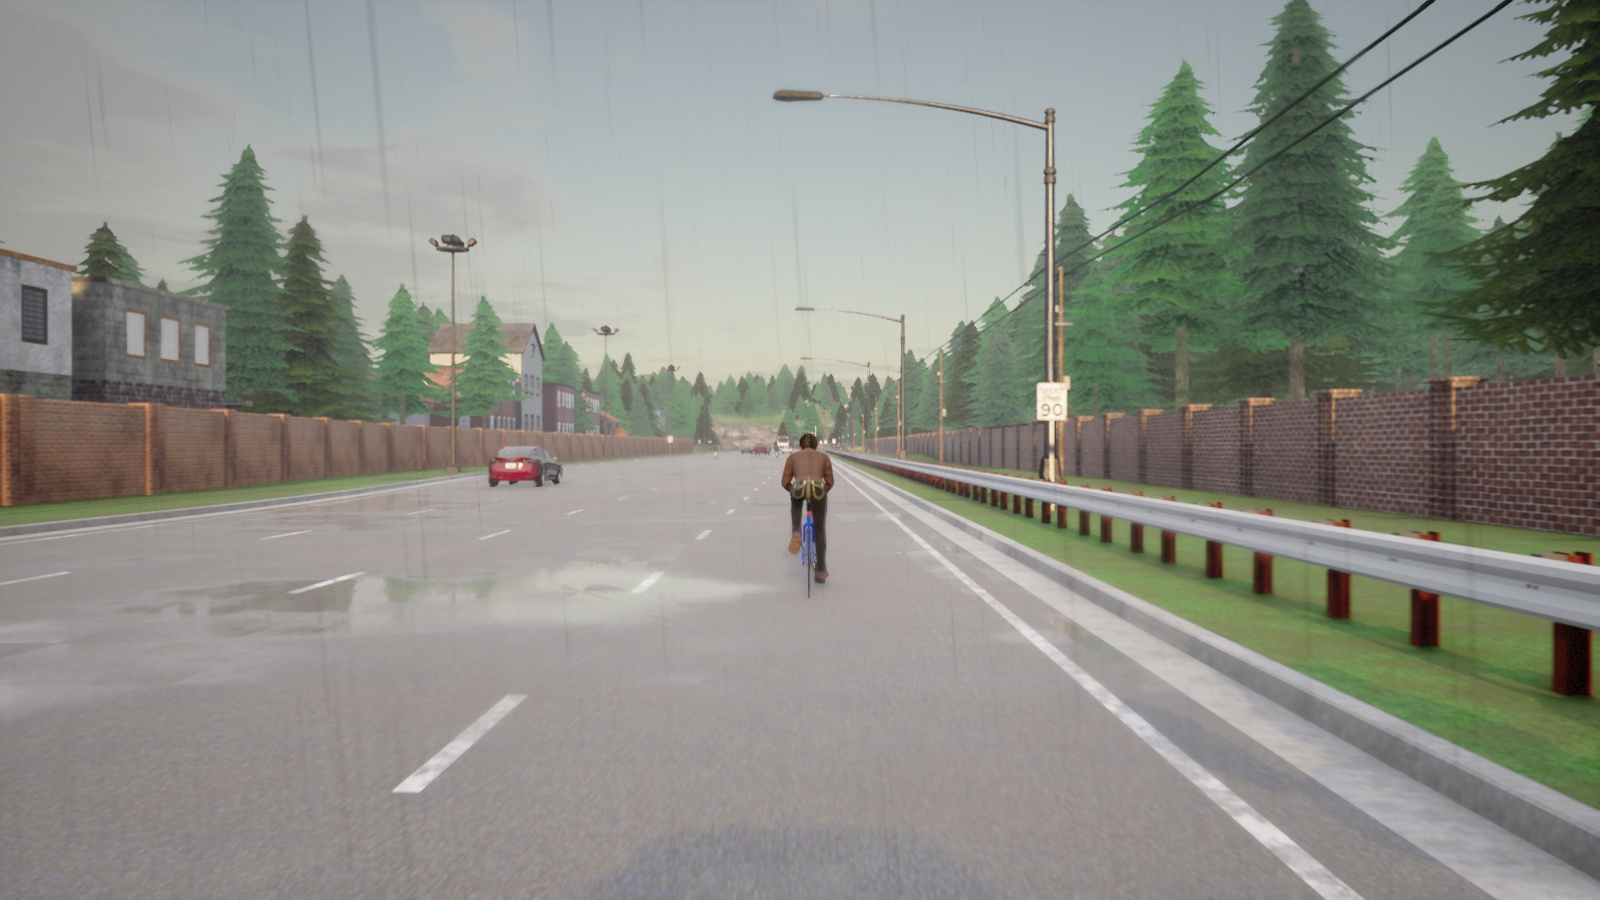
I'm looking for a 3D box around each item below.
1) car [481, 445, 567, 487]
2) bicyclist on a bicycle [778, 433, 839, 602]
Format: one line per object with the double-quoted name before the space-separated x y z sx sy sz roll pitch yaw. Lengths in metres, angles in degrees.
"car" -10.217 0.558 46.872 2.163 1.488 4.792 0 0 0
"bicyclist on a bicycle" 0.089 0.650 12.863 0.582 1.620 1.656 0 0 0
